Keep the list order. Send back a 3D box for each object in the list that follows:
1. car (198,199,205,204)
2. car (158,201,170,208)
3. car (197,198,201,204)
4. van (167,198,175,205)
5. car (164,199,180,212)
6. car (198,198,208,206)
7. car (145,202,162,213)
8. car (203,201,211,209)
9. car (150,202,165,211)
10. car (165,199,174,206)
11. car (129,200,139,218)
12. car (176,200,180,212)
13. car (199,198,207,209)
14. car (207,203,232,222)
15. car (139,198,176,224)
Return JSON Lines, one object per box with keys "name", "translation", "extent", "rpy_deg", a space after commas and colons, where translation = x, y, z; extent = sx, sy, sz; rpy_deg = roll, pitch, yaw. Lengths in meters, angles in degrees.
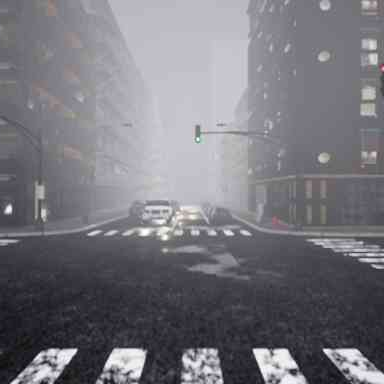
{"name": "car", "translation": [2.590, 2.675, 90.466], "extent": [1.802, 1.307, 4.206], "rpy_deg": [-1, -1, 0]}
{"name": "car", "translation": [-5.301, 2.345, 62.823], "extent": [1.802, 1.307, 4.206], "rpy_deg": [-1, -1, 0]}
{"name": "car", "translation": [2.584, 2.478, 73.849], "extent": [1.802, 1.307, 4.206], "rpy_deg": [-1, -1, 0]}
{"name": "van", "translation": [-5.295, 2.368, 84.974], "extent": [1.690, 1.788, 3.998], "rpy_deg": [-1, -1, 0]}
{"name": "car", "translation": [-2.819, 1.944, 48.546], "extent": [2.097, 1.767, 4.553], "rpy_deg": [0, -1, 0]}
{"name": "car", "translation": [2.583, 2.277, 79.391], "extent": [2.192, 1.841, 5.009], "rpy_deg": [-1, -1, 0]}
{"name": "car", "translation": [-5.308, 2.087, 46.044], "extent": [1.752, 1.417, 4.829], "rpy_deg": [-1, -1, 0]}
{"name": "car", "translation": [2.569, 1.980, 35.078], "extent": [2.008, 1.369, 4.403], "rpy_deg": [-1, -1, 0]}
{"name": "car", "translation": [-5.305, 2.212, 51.750], "extent": [1.802, 1.307, 4.206], "rpy_deg": [-1, -1, 0]}
{"name": "car", "translation": [-5.295, 2.485, 79.265], "extent": [1.752, 1.417, 4.829], "rpy_deg": [-1, -1, 0]}
{"name": "car", "translation": [-5.315, 1.744, 35.143], "extent": [2.192, 1.841, 5.009], "rpy_deg": [-1, -1, 0]}
{"name": "car", "translation": [-2.833, 1.962, 38.482], "extent": [2.128, 1.511, 4.902], "rpy_deg": [0, -1, 0]}
{"name": "car", "translation": [2.577, 2.242, 57.233], "extent": [1.887, 1.381, 4.507], "rpy_deg": [-1, -1, 0]}
{"name": "car", "translation": [2.567, 1.945, 29.539], "extent": [1.802, 1.307, 4.206], "rpy_deg": [-1, -1, 0]}
{"name": "car", "translation": [-2.844, 1.571, 28.537], "extent": [2.150, 2.045, 5.566], "rpy_deg": [0, -1, 0]}
